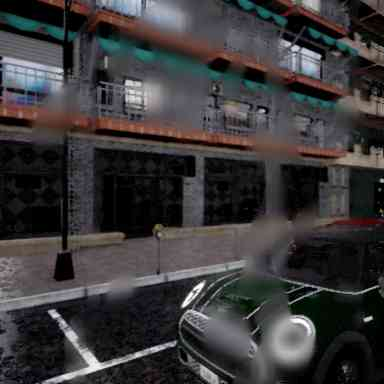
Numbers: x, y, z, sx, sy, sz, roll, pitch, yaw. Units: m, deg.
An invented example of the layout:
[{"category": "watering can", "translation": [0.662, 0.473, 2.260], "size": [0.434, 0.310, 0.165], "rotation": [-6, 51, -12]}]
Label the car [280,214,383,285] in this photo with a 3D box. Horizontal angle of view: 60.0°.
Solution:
[{"category": "car", "translation": [4.890, 1.515, 9.996], "size": [4.507, 1.381, 1.887], "rotation": [0, 1, -35]}]

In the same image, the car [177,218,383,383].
[{"category": "car", "translation": [2.015, 1.338, 4.800], "size": [4.553, 1.767, 2.097], "rotation": [0, 0, -35]}]
